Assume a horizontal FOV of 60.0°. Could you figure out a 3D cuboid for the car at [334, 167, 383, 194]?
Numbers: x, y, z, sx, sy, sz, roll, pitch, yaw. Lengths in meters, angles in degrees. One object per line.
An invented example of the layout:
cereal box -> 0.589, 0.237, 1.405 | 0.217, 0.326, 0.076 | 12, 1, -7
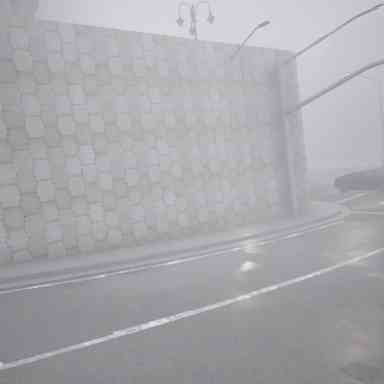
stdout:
car -> 12.371, -0.757, 23.138 | 2.128, 1.511, 4.902 | -11, 6, -31
